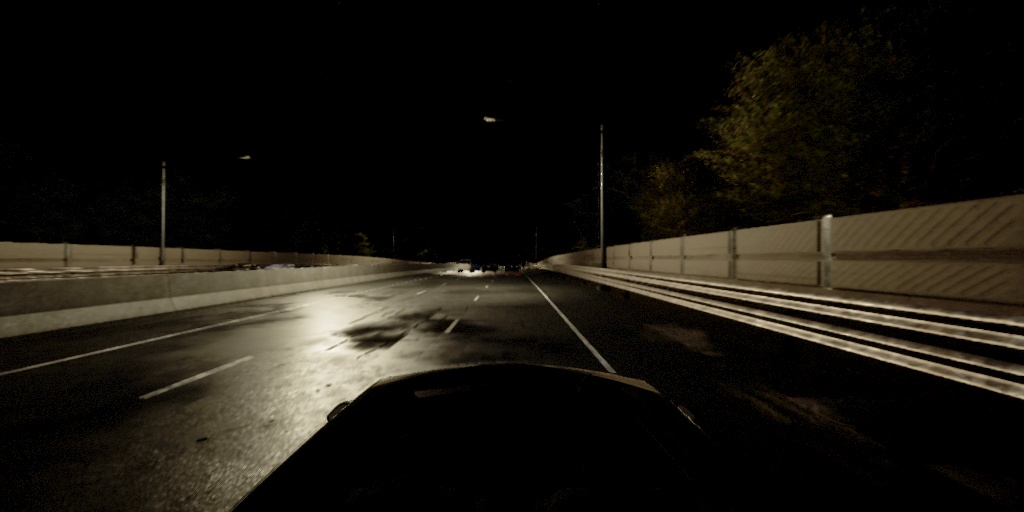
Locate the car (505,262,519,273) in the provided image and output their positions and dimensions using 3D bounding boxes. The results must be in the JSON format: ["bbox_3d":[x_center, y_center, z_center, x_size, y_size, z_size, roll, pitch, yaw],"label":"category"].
[{"bbox_3d":[-0.014,1.699,55.722,2.097,1.767,4.553,0,-1,0],"label":"car"}]

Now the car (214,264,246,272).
[{"bbox_3d":[-24.582,1.479,32.455,1.837,1.490,4.892,0,-1,0],"label":"car"}]

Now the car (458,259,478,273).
[{"bbox_3d":[-7.014,1.561,55.367,2.150,2.045,5.566,0,-1,0],"label":"car"}]

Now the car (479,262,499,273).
[{"bbox_3d":[-3.514,1.698,55.688,2.097,1.767,4.553,0,-1,0],"label":"car"}]

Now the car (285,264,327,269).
[{"bbox_3d":[-17.588,1.493,31.884,1.812,1.442,4.674,0,-1,0],"label":"car"}]

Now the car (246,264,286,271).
[{"bbox_3d":[-21.085,1.468,32.604,2.128,1.511,4.902,0,-1,0],"label":"car"}]
